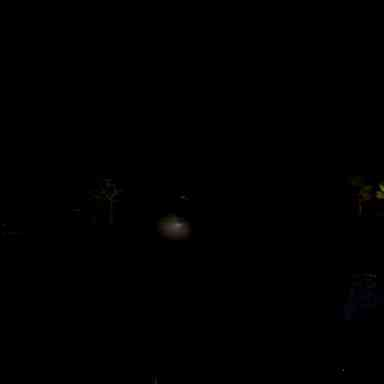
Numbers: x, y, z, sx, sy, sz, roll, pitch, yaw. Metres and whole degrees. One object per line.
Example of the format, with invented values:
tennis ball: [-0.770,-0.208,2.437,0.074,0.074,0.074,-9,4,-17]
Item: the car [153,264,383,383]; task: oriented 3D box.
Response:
car: [1.569,1.724,4.342,4.181,1.385,1.994,0,-3,-40]
